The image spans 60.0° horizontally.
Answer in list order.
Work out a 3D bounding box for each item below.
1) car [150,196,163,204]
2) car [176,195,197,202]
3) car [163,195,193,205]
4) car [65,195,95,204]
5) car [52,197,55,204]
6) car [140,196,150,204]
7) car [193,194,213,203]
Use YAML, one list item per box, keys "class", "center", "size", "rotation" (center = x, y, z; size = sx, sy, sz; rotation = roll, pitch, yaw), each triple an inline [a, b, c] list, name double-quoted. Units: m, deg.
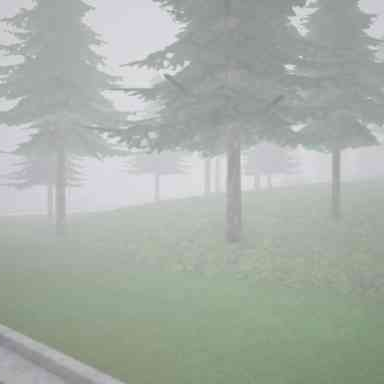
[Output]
- class: "car"
  center: [-4.918, 1.452, 59.926]
  size: [1.812, 1.442, 4.674]
  rotation: [0, 0, 36]
- class: "car"
  center: [-1.118, 1.382, 71.511]
  size: [1.837, 1.490, 4.892]
  rotation: [0, 0, 35]
- class: "car"
  center: [-2.341, 1.533, 57.513]
  size: [1.895, 1.301, 4.718]
  rotation: [0, 0, 36]
- class: "car"
  center: [-19.552, 1.394, 59.241]
  size: [2.128, 1.511, 4.902]
  rotation: [0, 0, 36]
- class: "car"
  center: [-25.182, 1.414, 63.313]
  size: [1.812, 1.442, 4.674]
  rotation: [0, 0, 35]
- class: "car"
  center: [-7.634, 1.445, 62.143]
  size: [1.812, 1.442, 4.674]
  rotation: [0, 0, 36]
- class: "car"
  center: [1.734, 1.403, 69.483]
  size: [2.128, 1.511, 4.902]
  rotation: [0, 0, 35]
